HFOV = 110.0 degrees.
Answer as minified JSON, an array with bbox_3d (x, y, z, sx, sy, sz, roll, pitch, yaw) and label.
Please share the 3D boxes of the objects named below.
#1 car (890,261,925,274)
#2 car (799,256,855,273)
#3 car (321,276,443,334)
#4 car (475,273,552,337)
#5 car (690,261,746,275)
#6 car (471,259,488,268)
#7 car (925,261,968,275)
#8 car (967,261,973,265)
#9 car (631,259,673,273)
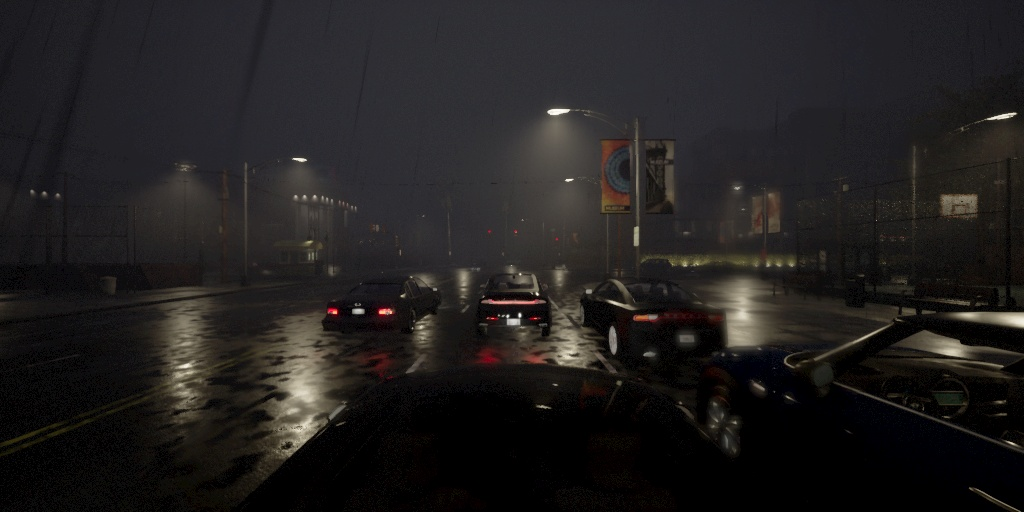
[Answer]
[{"bbox_3d":[43.759,1.243,39.295,4.902,1.511,2.128,0,0,0],"label":"car"},{"bbox_3d":[37.651,0.973,42.790,5.566,2.045,2.150,0,0,0],"label":"car"},{"bbox_3d":[-3.443,1.297,10.584,2.033,1.411,5.357,0,0,0],"label":"car"},{"bbox_3d":[0.054,1.241,10.321,2.128,1.511,4.902,0,0,0],"label":"car"},{"bbox_3d":[22.479,1.297,39.180,5.357,1.411,2.033,0,0,-1],"label":"car"},{"bbox_3d":[-5.711,1.242,62.944,2.128,1.511,4.902,0,0,15],"label":"car"},{"bbox_3d":[45.162,1.241,35.795,4.902,1.511,2.128,0,0,-1],"label":"car"},{"bbox_3d":[45.195,1.297,32.295,5.357,1.411,2.033,0,0,-1],"label":"car"},{"bbox_3d":[16.587,1.102,42.684,4.553,1.767,2.097,0,0,0],"label":"car"}]
